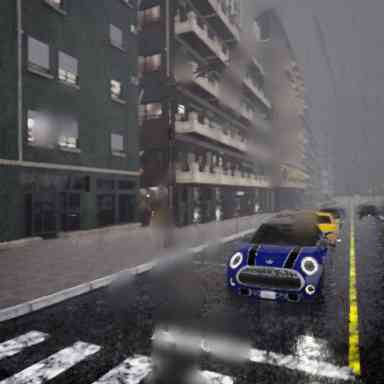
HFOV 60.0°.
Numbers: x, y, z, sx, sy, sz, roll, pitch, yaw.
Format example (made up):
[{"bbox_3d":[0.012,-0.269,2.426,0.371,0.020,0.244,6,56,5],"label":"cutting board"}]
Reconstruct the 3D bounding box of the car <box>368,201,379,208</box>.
[{"bbox_3d":[39.120,2.677,71.650,1.752,1.417,4.829,-2,-2,26],"label":"car"}]

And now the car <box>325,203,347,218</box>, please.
[{"bbox_3d":[14.886,2.170,34.496,1.994,1.385,4.181,-1,-1,27],"label":"car"}]

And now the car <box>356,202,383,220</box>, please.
[{"bbox_3d":[18.596,2.095,35.050,1.837,1.490,4.892,-1,-1,26],"label":"car"}]

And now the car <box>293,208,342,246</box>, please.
[{"bbox_3d":[6.493,1.812,17.136,1.882,1.535,5.008,-1,-1,26],"label":"car"}]

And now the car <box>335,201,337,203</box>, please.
[{"bbox_3d":[26.586,2.664,64.920,2.008,1.369,4.403,-2,-2,26],"label":"car"}]

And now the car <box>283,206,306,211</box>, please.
[{"bbox_3d":[6.765,1.988,23.870,1.752,1.417,4.829,-2,-2,26],"label":"car"}]

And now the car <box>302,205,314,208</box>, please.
[{"bbox_3d":[9.347,2.095,29.116,2.008,1.369,4.403,-2,-2,26],"label":"car"}]

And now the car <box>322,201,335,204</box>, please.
[{"bbox_3d":[24.126,2.576,59.803,1.887,1.381,4.507,-2,-2,26],"label":"car"}]

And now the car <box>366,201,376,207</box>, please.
[{"bbox_3d":[43.966,2.859,81.728,1.887,1.381,4.507,-2,-2,26],"label":"car"}]

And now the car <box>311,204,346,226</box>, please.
[{"bbox_3d":[10.588,1.972,25.642,1.837,1.490,4.892,-1,-1,26],"label":"car"}]

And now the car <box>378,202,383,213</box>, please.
[{"bbox_3d":[29.128,2.323,49.791,1.812,1.442,4.674,-1,-1,26],"label":"car"}]

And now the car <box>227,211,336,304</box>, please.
[{"bbox_3d":[2.531,1.558,8.902,2.097,1.767,4.553,-1,-1,26],"label":"car"}]

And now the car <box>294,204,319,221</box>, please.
[{"bbox_3d":[11.838,2.065,34.218,1.967,1.590,4.097,-2,-2,26],"label":"car"}]
